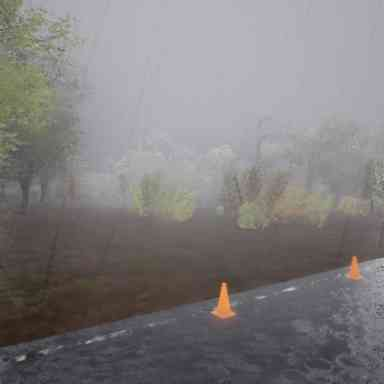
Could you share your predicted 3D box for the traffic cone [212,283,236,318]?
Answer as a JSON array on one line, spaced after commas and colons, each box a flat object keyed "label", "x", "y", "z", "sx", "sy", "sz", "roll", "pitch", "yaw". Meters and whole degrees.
[{"label": "traffic cone", "x": 0.614, "y": 2.020, "z": 6.317, "sx": 0.340, "sy": 0.580, "sz": 0.340, "roll": 1, "pitch": -1, "yaw": -37}]

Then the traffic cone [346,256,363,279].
[{"label": "traffic cone", "x": 4.548, "y": 2.088, "z": 9.310, "sx": 0.340, "sy": 0.580, "sz": 0.340, "roll": 1, "pitch": -1, "yaw": -38}]
